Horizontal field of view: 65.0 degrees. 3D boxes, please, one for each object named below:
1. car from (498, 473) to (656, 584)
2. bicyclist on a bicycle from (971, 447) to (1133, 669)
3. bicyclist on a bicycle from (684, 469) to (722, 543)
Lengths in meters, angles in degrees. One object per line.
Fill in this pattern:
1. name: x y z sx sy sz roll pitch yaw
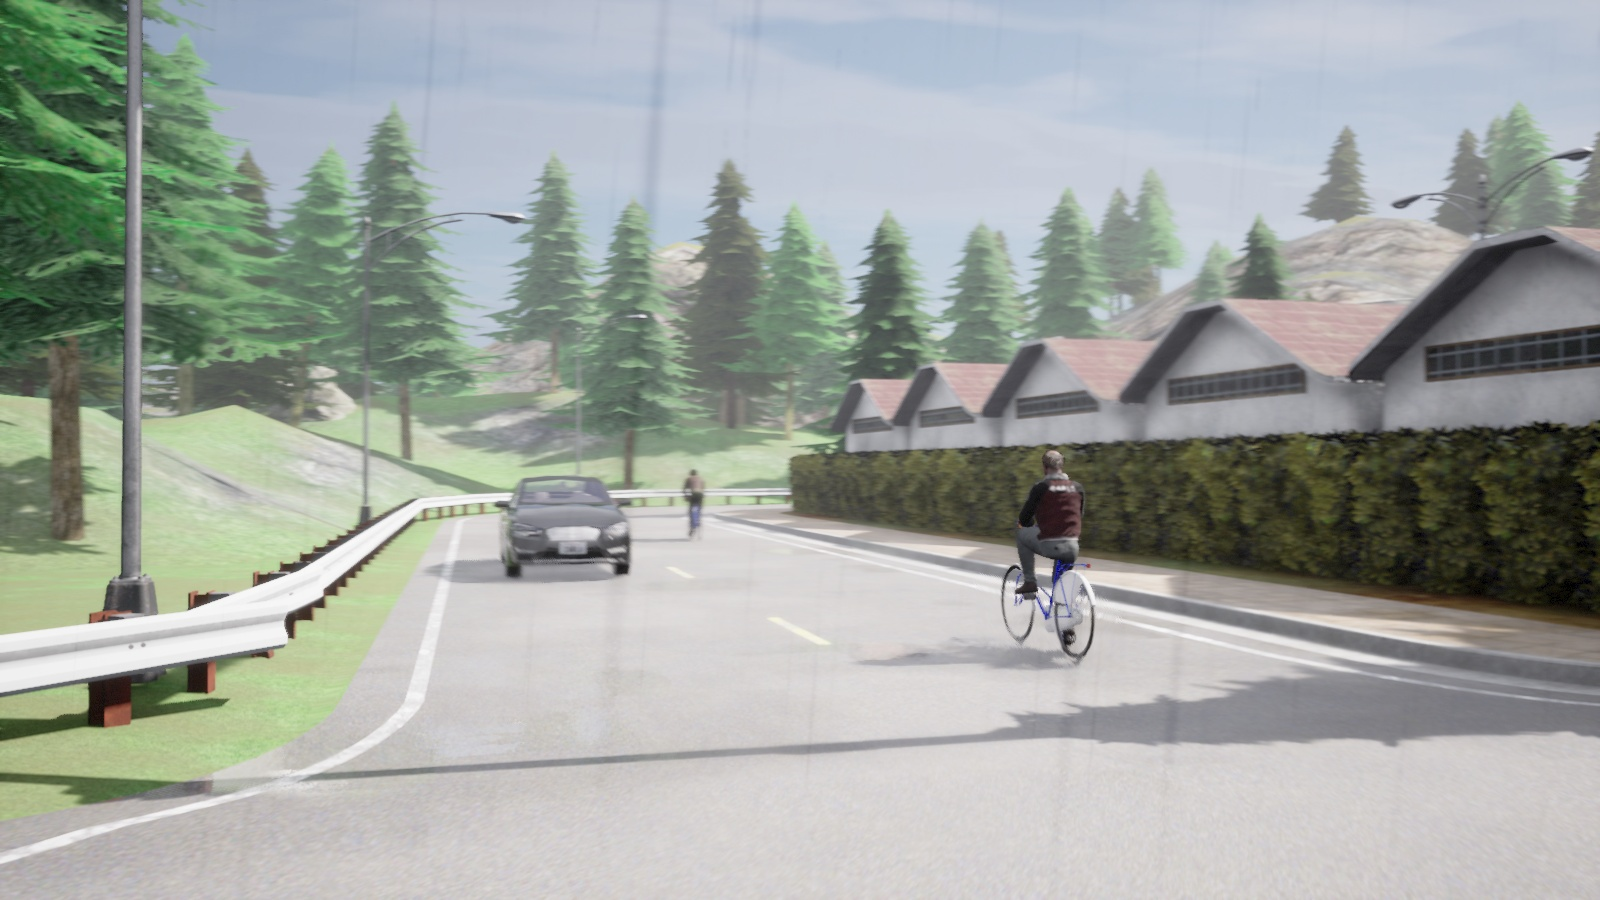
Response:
1. car: -3.682 1.135 19.966 2.128 1.511 4.902 0 -1 -14
2. bicyclist on a bicycle: 2.167 0.881 11.061 0.659 1.776 1.843 0 -1 -14
3. bicyclist on a bicycle: -2.219 1.257 28.499 0.582 1.620 1.656 0 -2 -14
